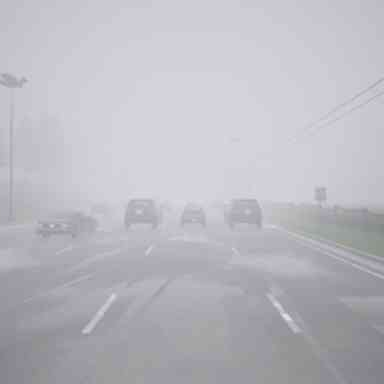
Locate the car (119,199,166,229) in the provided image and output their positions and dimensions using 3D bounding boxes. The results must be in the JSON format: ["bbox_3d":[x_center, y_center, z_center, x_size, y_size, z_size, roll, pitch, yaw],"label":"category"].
[{"bbox_3d":[-3.399,1.485,24.020,2.150,2.045,5.566,0,-1,0],"label":"car"}]

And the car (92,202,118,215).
[{"bbox_3d":[-10.498,1.910,39.217,1.882,1.535,5.008,0,-1,0],"label":"car"}]

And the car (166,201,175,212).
[{"bbox_3d":[-3.437,2.013,45.965,1.837,1.490,4.892,0,0,0],"label":"car"}]

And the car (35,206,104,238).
[{"bbox_3d":[-6.900,1.757,18.901,2.033,1.411,5.357,0,-1,0],"label":"car"}]

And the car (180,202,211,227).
[{"bbox_3d":[0.101,1.770,25.306,2.128,1.511,4.902,0,-1,0],"label":"car"}]

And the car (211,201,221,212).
[{"bbox_3d":[3.572,1.999,47.465,1.882,1.535,5.008,0,-1,0],"label":"car"}]

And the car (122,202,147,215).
[{"bbox_3d":[-6.984,1.998,40.909,2.033,1.411,5.357,0,-1,0],"label":"car"}]

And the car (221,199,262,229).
[{"bbox_3d":[3.601,1.488,24.265,2.150,2.045,5.566,0,-1,0],"label":"car"}]
